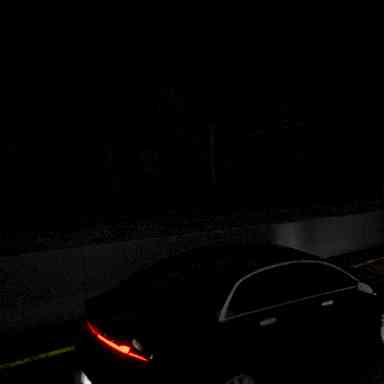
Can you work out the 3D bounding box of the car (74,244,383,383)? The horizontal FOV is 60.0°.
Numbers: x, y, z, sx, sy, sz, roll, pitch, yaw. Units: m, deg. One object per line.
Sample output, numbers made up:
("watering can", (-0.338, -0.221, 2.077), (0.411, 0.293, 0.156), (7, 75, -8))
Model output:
("car", (0.998, 1.478, 4.466), (4.892, 1.490, 1.837), (-1, 0, -36))
